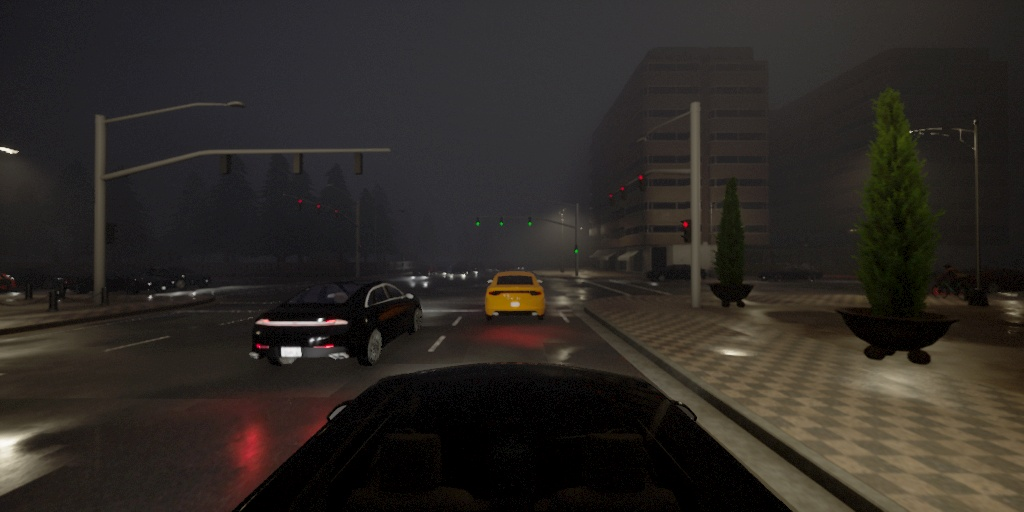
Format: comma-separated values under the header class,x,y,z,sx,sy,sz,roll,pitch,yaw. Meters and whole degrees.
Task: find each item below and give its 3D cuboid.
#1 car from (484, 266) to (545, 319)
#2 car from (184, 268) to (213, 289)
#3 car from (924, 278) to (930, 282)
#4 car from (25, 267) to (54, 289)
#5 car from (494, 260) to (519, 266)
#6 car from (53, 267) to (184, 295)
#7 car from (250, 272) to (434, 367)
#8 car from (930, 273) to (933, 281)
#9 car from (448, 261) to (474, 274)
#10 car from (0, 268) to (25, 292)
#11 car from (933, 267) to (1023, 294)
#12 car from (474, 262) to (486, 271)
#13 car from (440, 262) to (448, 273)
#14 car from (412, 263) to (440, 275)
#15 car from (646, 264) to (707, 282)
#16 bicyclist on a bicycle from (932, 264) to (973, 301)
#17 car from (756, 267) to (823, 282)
class,x,y,z,sx,sy,sz,roll,pitch,yaw
car,0.104,1.311,13.177,1.882,1.535,5.008,0,0,0
car,-23.350,1.474,24.581,4.892,1.490,1.837,0,0,0
car,34.869,1.629,32.028,4.718,1.301,1.895,0,0,0
car,-32.180,1.494,24.554,4.674,1.442,1.812,0,0,0
car,-0.887,1.738,60.205,1.994,1.385,4.181,0,0,19
car,-23.018,1.492,21.105,5.357,1.411,2.033,0,0,3
car,-3.412,1.287,7.987,2.128,1.511,4.902,0,0,0
car,32.558,1.576,24.826,4.718,1.301,1.895,0,0,0
car,-6.738,1.562,47.818,1.882,1.535,5.008,0,0,3
car,-32.435,1.295,21.045,4.553,1.767,2.097,0,0,0
car,28.788,1.427,21.311,5.008,1.535,1.882,0,0,0
car,-5.588,1.657,57.154,1.837,1.490,4.892,0,0,15
car,-9.862,1.595,52.416,1.882,1.535,5.008,0,0,7
car,-10.441,1.650,43.029,1.895,1.301,4.718,0,0,1
car,14.592,1.504,31.950,5.008,1.535,1.882,0,0,0
bicyclist on a bicycle,20.260,1.215,16.493,0.582,1.620,1.656,0,-1,0
car,24.669,1.628,31.992,4.718,1.301,1.895,0,0,0
